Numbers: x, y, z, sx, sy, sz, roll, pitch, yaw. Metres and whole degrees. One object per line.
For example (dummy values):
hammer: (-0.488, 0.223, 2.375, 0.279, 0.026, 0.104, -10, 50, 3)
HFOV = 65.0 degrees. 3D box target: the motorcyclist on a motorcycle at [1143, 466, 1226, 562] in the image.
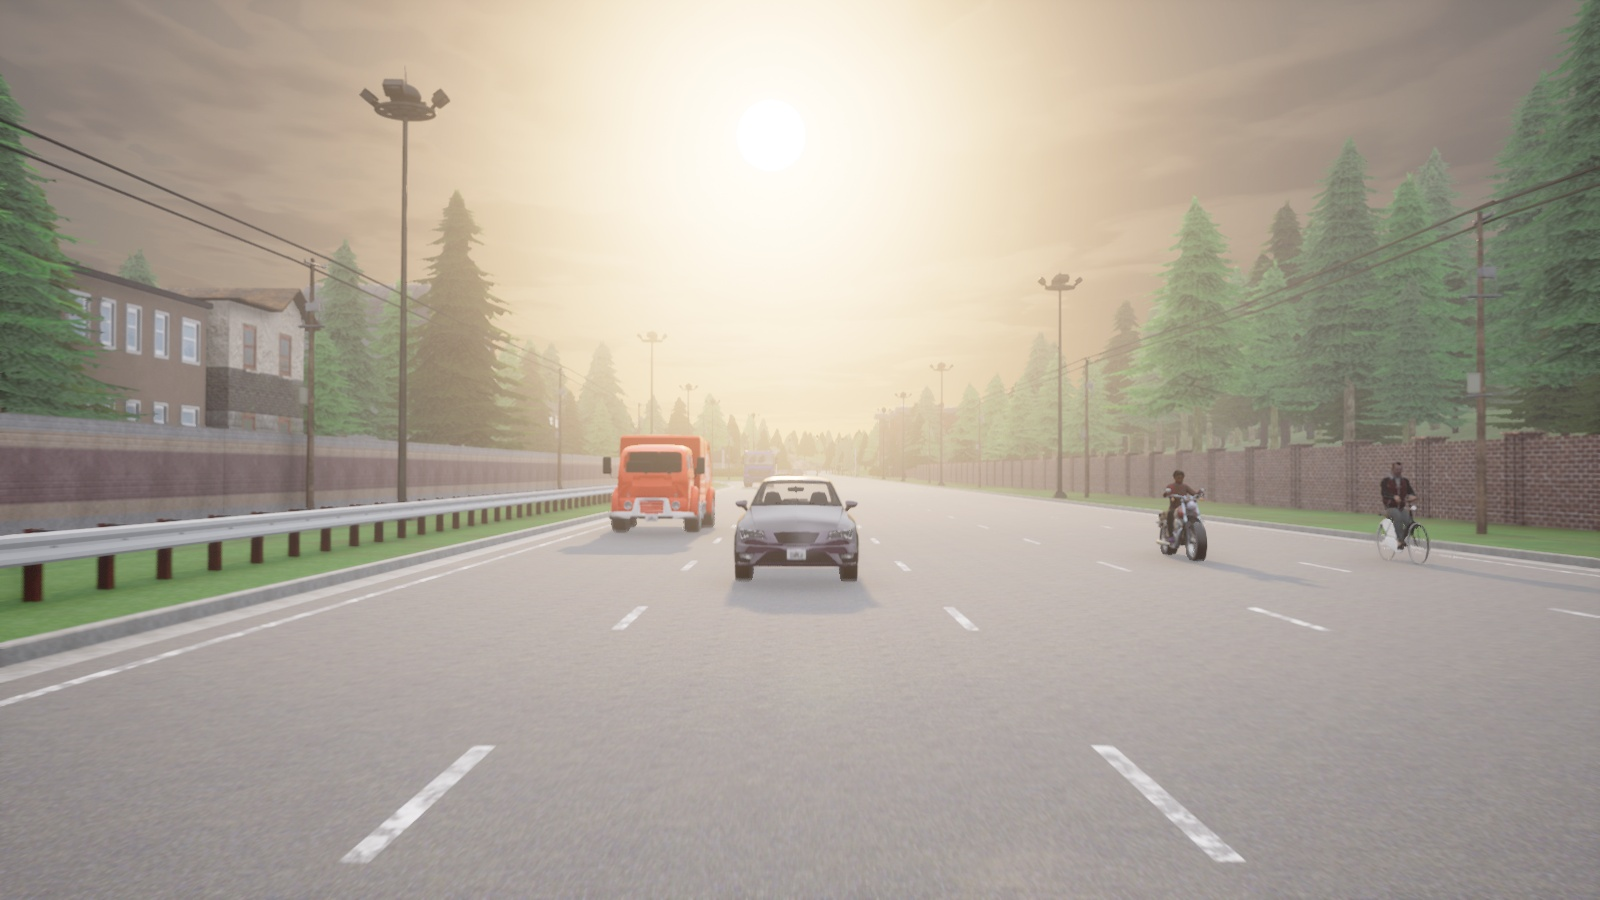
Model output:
motorcyclist on a motorcycle: (6.945, 1.125, 22.813, 0.766, 1.649, 2.350, 0, -1, 0)

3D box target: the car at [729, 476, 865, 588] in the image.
car: (-0.046, 1.151, 18.988, 1.816, 1.474, 4.193, 0, -1, 0)

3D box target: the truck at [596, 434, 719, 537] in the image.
truck: (-3.581, 0.899, 32.766, 2.627, 2.467, 5.204, 0, -1, 0)

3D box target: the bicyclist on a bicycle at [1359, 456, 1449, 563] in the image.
bicyclist on a bicycle: (10.447, 1.014, 21.786, 0.659, 1.776, 1.843, 0, -1, 0)
